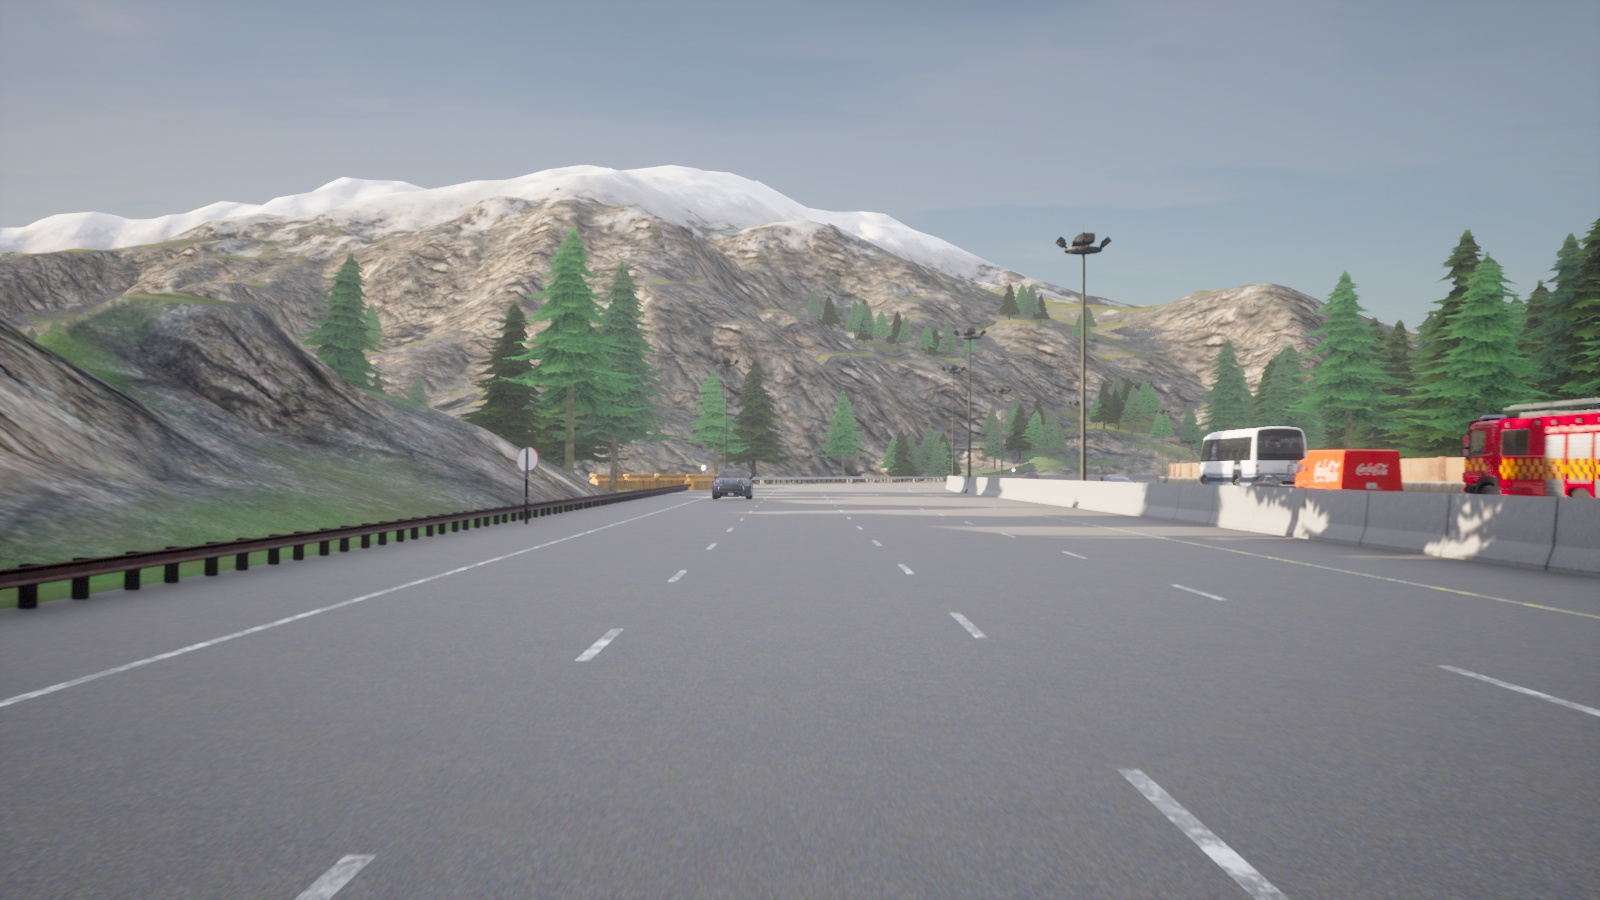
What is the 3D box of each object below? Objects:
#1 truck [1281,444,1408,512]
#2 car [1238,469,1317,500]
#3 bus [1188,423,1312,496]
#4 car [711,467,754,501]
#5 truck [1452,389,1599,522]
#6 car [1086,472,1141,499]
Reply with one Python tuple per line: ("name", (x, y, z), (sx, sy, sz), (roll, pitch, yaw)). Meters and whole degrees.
("truck", (20.880, 1.061, 48.478), (2.627, 2.467, 5.204), (0, -1, 0))
("car", (24.344, 1.748, 64.218), (2.128, 1.511, 4.902), (0, -1, 0))
("bus", (27.802, 0.638, 78.312), (3.944, 4.253, 10.273), (0, -1, -1))
("car", (-3.668, 1.844, 69.070), (2.097, 1.767, 4.553), (0, -1, 0))
("truck", (24.399, 0.221, 39.911), (2.891, 3.827, 8.468), (0, -1, 0))
("car", (17.332, 1.937, 69.637), (1.812, 1.442, 4.674), (0, -1, 0))
